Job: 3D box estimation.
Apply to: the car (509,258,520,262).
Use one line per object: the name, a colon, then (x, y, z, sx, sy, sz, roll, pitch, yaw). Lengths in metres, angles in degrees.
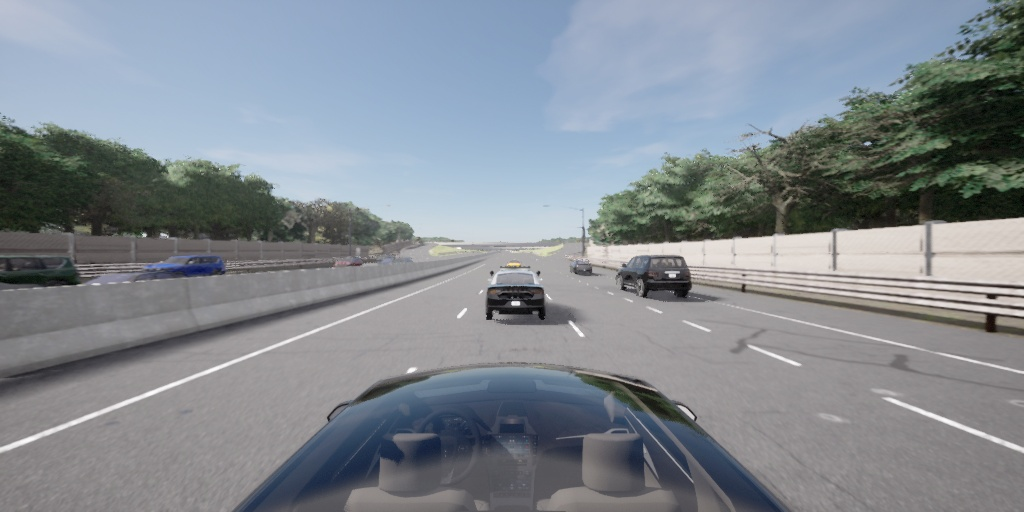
car: (0.298, 1.053, 44.776, 1.801, 1.575, 5.366, 0, 1, 1)

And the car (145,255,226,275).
car: (-24.525, 0.962, 27.065, 2.150, 2.045, 5.566, 0, 0, 0)

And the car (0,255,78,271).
car: (-21.080, 0.969, 14.280, 2.150, 2.045, 5.566, 0, 0, 0)

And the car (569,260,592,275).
car: (7.243, 1.169, 38.070, 2.128, 1.511, 4.902, 0, 1, 0)

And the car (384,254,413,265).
car: (-13.871, 0.948, 44.963, 2.097, 1.767, 4.553, 0, 1, 1)

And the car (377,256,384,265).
car: (-17.316, 1.046, 50.831, 2.033, 1.411, 5.357, 0, 1, 1)

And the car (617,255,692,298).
car: (7.146, 0.970, 18.587, 2.150, 2.045, 5.566, 0, 0, 1)

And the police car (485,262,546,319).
police car: (0.117, 1.173, 13.015, 1.930, 1.638, 5.238, 0, 0, 0)

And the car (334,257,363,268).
car: (-20.857, 0.934, 45.888, 2.097, 1.767, 4.553, 0, 1, 1)

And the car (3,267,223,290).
car: (-14.083, 1.295, 13.377, 2.033, 1.411, 5.357, 0, 0, 0)

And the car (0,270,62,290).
car: (-17.588, 1.295, 10.438, 2.033, 1.411, 5.357, 0, 0, 0)
